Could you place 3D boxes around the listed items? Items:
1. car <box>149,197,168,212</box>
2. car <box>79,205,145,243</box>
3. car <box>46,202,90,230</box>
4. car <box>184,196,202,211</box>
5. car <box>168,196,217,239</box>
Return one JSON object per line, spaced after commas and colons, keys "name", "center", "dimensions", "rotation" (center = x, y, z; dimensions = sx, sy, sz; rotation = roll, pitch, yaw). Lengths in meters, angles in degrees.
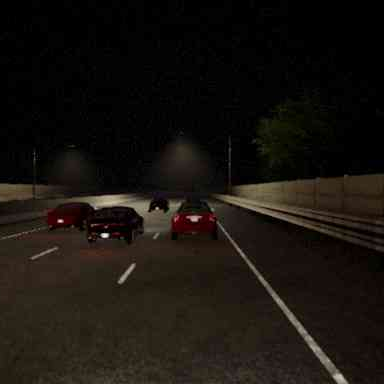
{"name": "car", "center": [-3.388, 1.297, 34.790], "dimensions": [1.837, 1.490, 4.892], "rotation": [0, 1, 0]}
{"name": "car", "center": [-3.394, 1.409, 15.395], "dimensions": [1.837, 1.490, 4.892], "rotation": [0, 1, 0]}
{"name": "car", "center": [-6.894, 1.353, 19.903], "dimensions": [1.882, 1.535, 5.008], "rotation": [0, 1, 0]}
{"name": "car", "center": [0.114, 1.250, 38.204], "dimensions": [1.882, 1.535, 5.008], "rotation": [0, 1, 0]}
{"name": "car", "center": [0.107, 1.245, 16.880], "dimensions": [2.097, 1.767, 4.553], "rotation": [0, 0, 0]}
